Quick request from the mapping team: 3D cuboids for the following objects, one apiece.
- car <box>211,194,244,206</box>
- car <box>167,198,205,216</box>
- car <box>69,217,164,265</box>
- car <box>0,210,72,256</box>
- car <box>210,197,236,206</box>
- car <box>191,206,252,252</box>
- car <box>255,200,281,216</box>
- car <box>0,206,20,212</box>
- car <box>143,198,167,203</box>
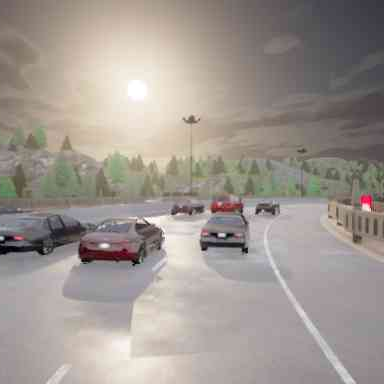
[{"bbox_3d":[3.556,1.253,33.037,2.150,2.045,5.566,0,0,22],"label":"car"},{"bbox_3d":[-0.266,1.383,32.744,2.097,1.767,4.553,0,0,21],"label":"car"},{"bbox_3d":[-2.324,1.563,11.833,1.994,1.385,4.181,0,0,8],"label":"car"},{"bbox_3d":[-5.730,1.540,13.155,2.033,1.411,5.357,0,0,9],"label":"car"},{"bbox_3d":[5.414,1.649,57.724,2.033,1.411,5.357,0,0,37],"label":"car"},{"bbox_3d":[1.513,1.557,14.116,2.033,1.411,5.357,0,0,11],"label":"car"},{"bbox_3d":[7.758,1.535,33.807,1.837,1.490,4.892,0,0,24],"label":"car"},{"bbox_3d":[-11.782,1.539,19.782,2.033,1.411,5.357,0,0,12],"label":"car"},{"bbox_3d":[-4.561,1.555,48.601,1.882,1.535,5.008,0,0,29],"label":"car"}]
